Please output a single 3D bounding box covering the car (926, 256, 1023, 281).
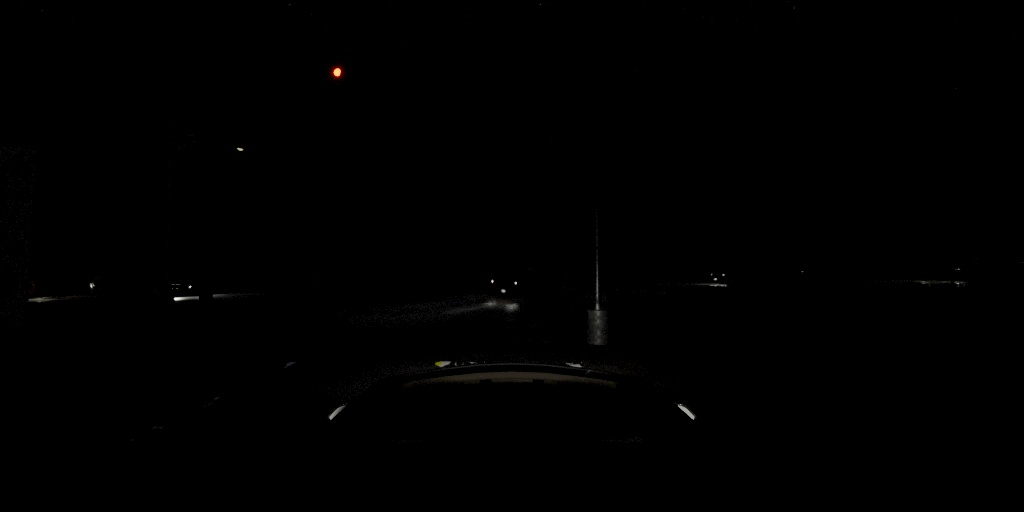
[{"bbox_3d":[30.174,0.784,23.401,5.008,1.535,1.882,-1,-2,0],"label":"car"}]

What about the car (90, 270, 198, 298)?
[{"bbox_3d":[-20.224,1.498,19.826,4.892,1.490,1.837,-1,-2,0],"label":"car"}]

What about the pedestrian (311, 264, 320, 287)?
[{"bbox_3d":[-15.060,1.470,27.417,0.375,1.860,0.375,0,-1,0],"label":"pedestrian"}]

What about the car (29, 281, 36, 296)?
[{"bbox_3d":[-29.648,1.585,19.853,5.008,1.535,1.882,-1,-2,0],"label":"car"}]

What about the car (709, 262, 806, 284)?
[{"bbox_3d":[15.959,1.079,23.435,5.357,1.411,2.033,-1,-2,0],"label":"car"}]

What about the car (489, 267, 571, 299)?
[{"bbox_3d":[1.001,1.234,18.084,1.895,1.301,4.718,1,2,40],"label":"car"}]
